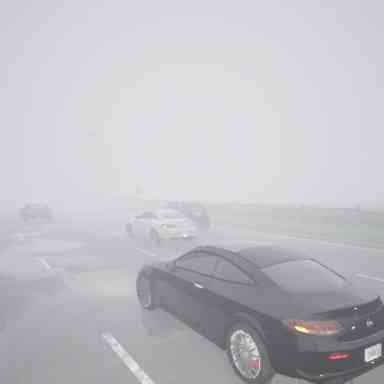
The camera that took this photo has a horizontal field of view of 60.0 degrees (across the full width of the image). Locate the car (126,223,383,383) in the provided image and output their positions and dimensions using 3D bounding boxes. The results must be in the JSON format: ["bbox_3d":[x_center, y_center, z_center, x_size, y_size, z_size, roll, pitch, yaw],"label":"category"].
[{"bbox_3d":[0.690,1.525,5.462,1.812,1.442,4.674,0,0,-32],"label":"car"}]

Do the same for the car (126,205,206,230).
[{"bbox_3d":[-1.523,1.524,15.551,1.812,1.442,4.674,0,0,-32],"label":"car"}]

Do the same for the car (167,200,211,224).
[{"bbox_3d":[-0.790,1.350,20.959,2.097,1.767,4.553,0,0,-32],"label":"car"}]

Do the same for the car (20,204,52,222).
[{"bbox_3d":[-12.434,1.597,26.317,1.895,1.301,4.718,0,0,-32],"label":"car"}]
